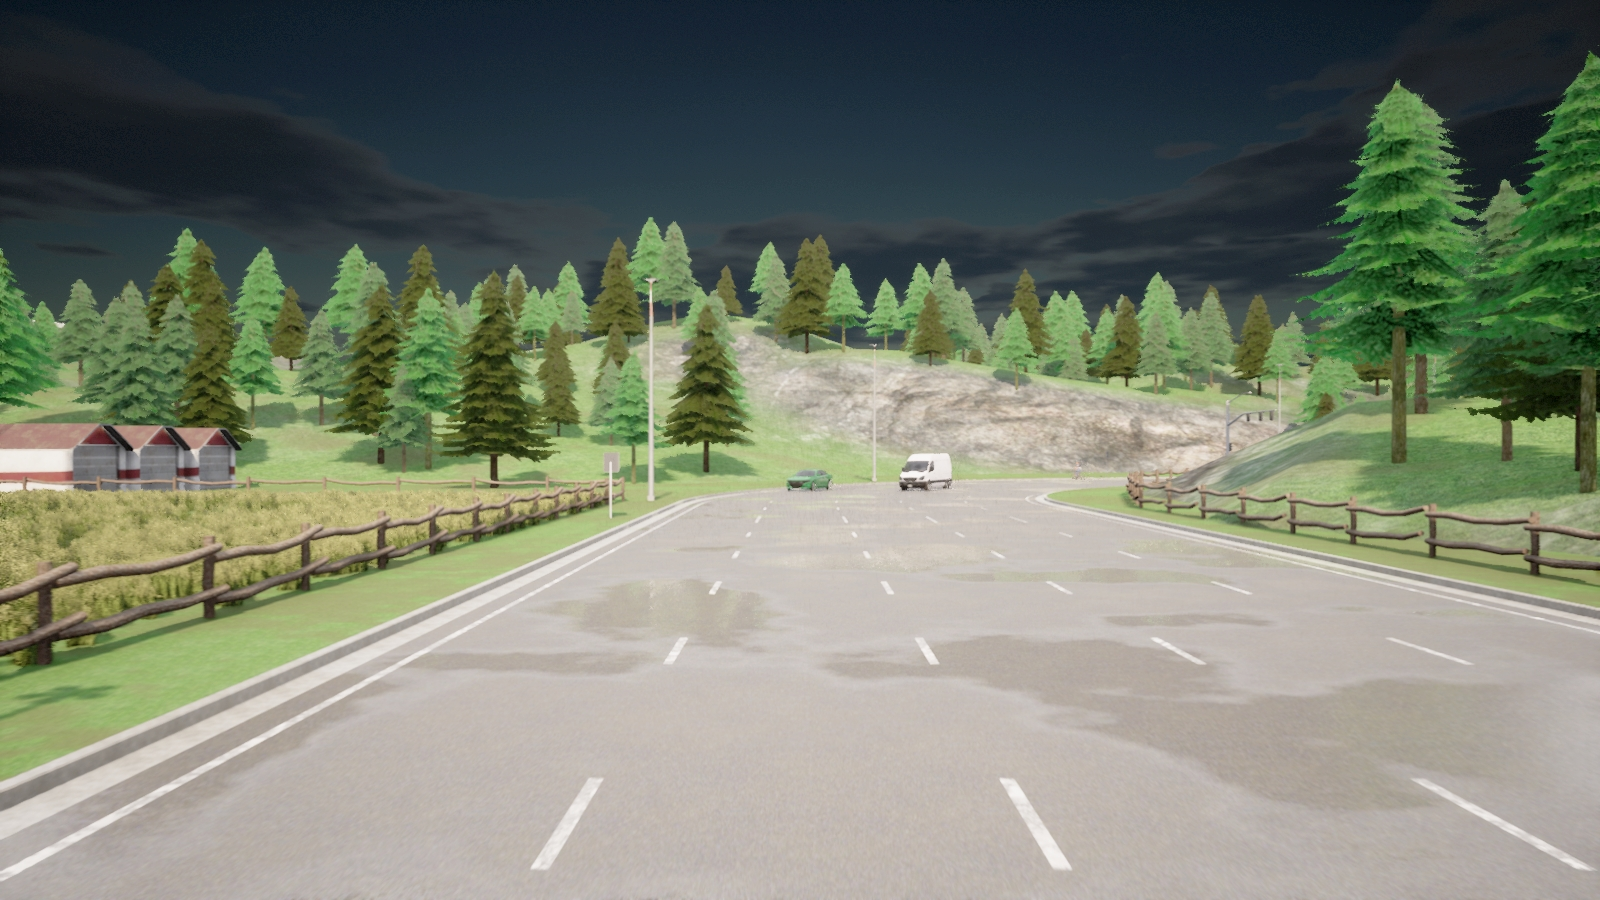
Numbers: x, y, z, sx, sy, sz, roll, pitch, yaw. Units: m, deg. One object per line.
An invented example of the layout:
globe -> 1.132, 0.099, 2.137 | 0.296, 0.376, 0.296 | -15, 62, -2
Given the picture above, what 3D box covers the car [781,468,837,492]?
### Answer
car -> 0.653, 2.033, 77.917 | 2.097, 1.535, 5.006 | 0, 0, 22
